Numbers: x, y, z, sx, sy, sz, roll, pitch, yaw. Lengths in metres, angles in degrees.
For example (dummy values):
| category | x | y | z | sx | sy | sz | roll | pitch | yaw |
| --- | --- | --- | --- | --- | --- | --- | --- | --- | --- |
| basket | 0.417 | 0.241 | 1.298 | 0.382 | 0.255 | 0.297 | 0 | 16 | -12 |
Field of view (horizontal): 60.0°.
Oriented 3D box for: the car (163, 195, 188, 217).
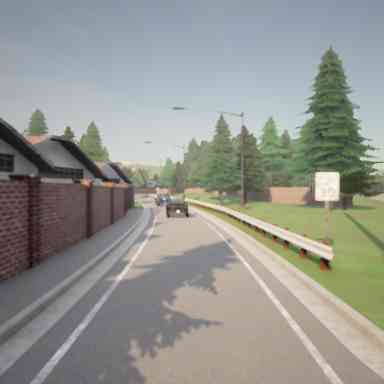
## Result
| category | x | y | z | sx | sy | sz | roll | pitch | yaw |
| --- | --- | --- | --- | --- | --- | --- | --- | --- | --- |
| car | -1.381 | 1.305 | 29.253 | 1.837 | 1.490 | 4.892 | 0 | 0 | -6 |

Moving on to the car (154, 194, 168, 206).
| category | x | y | z | sx | sy | sz | roll | pitch | yaw |
| --- | --- | --- | --- | --- | --- | --- | --- | --- | --- |
| car | -4.150 | 1.032 | 47.169 | 2.097 | 1.767 | 4.553 | 0 | 0 | -11 |
